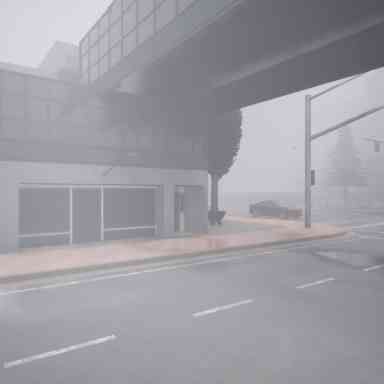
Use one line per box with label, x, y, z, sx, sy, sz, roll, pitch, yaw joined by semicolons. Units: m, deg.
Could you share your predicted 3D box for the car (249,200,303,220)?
car;7.144;1.478;28.707;1.882;1.535;5.008;0;0;-36
